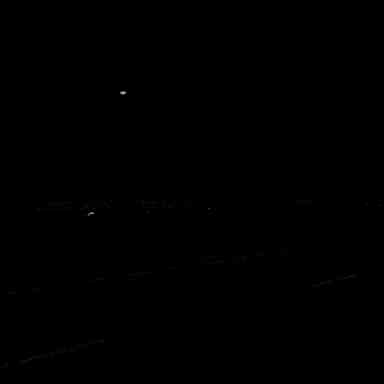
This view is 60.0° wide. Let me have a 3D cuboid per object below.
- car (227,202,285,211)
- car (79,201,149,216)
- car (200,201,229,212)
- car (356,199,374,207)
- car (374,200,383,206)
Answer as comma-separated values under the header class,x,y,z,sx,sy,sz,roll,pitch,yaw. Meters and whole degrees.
class,x,y,z,sx,sy,sz,roll,pitch,yaw
car,5.500,1.666,25.037,5.357,1.411,2.033,1,0,-35
car,-5.070,1.404,21.846,4.553,1.767,2.097,0,0,-35
car,3.000,1.675,36.111,4.674,1.442,1.812,1,0,-35
car,28.746,1.918,54.352,5.008,1.535,1.882,1,0,-35
car,30.794,1.945,51.524,4.892,1.490,1.837,1,0,-35
